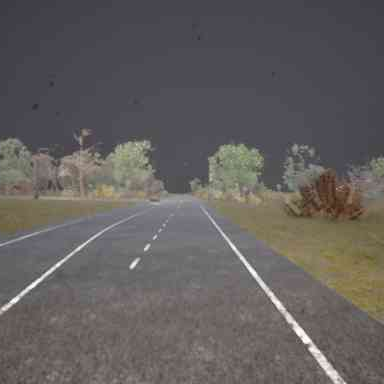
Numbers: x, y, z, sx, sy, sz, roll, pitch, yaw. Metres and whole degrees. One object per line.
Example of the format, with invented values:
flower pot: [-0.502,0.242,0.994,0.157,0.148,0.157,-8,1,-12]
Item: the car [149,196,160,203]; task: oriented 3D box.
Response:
car: [-7.385,1.450,66.384,2.033,1.411,5.357,0,1,0]
